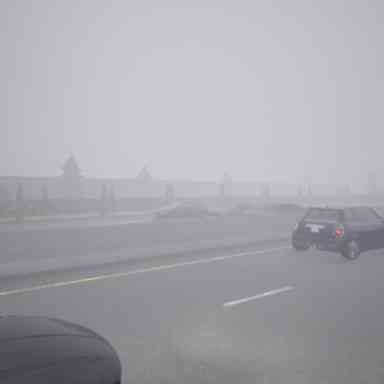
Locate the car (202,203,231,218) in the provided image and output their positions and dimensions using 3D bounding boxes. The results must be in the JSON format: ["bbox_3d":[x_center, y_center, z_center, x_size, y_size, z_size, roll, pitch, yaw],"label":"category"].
[{"bbox_3d":[3.186,1.417,23.205,4.181,1.385,1.994,-1,0,-33],"label":"car"}]

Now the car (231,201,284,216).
[{"bbox_3d":[5.000,1.359,20.229,4.892,1.490,1.837,-1,0,-33],"label":"car"}]

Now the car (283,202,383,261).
[{"bbox_3d":[5.763,1.244,12.130,4.553,1.767,2.097,-1,0,-35],"label":"car"}]

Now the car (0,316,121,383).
[{"bbox_3d":[-2.814,1.490,1.739,5.008,1.535,1.882,-1,0,-36],"label":"car"}]

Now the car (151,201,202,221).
[{"bbox_3d":[-0.755,1.399,24.788,4.674,1.442,1.812,-1,0,-34],"label":"car"}]
